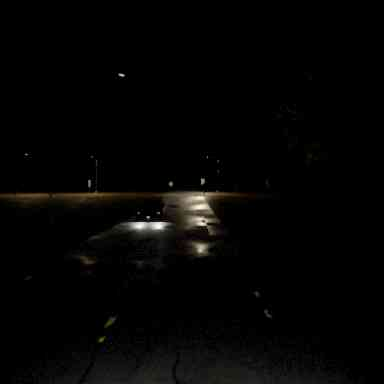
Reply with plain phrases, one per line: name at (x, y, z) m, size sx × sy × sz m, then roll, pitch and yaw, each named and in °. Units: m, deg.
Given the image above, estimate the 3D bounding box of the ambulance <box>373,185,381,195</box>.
ambulance at (39.423, -0.703, 65.876) m, size 6.366 × 2.431 × 2.351 m, roll 0°, pitch 0°, yaw 0°

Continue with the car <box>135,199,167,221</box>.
car at (-2.841, 1.209, 24.239) m, size 2.033 × 1.411 × 5.357 m, roll 0°, pitch 1°, yaw 0°
